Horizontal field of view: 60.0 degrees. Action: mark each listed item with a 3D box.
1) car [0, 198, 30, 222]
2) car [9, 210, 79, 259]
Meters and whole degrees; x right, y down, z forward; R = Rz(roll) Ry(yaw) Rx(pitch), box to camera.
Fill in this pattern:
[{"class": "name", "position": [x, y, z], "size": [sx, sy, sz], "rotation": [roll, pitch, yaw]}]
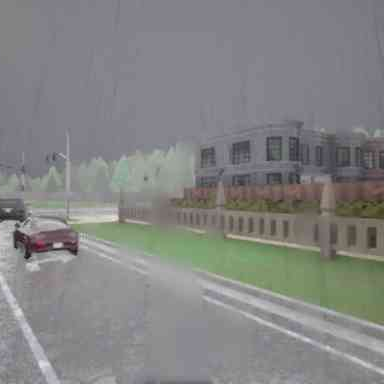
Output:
[{"class": "car", "position": [-14.141, 1.475, 26.206], "size": [2.150, 2.045, 5.566], "rotation": [-1, 0, -23]}, {"class": "car", "position": [-5.847, 1.654, 13.177], "size": [1.812, 1.442, 4.674], "rotation": [0, -1, -35]}]
